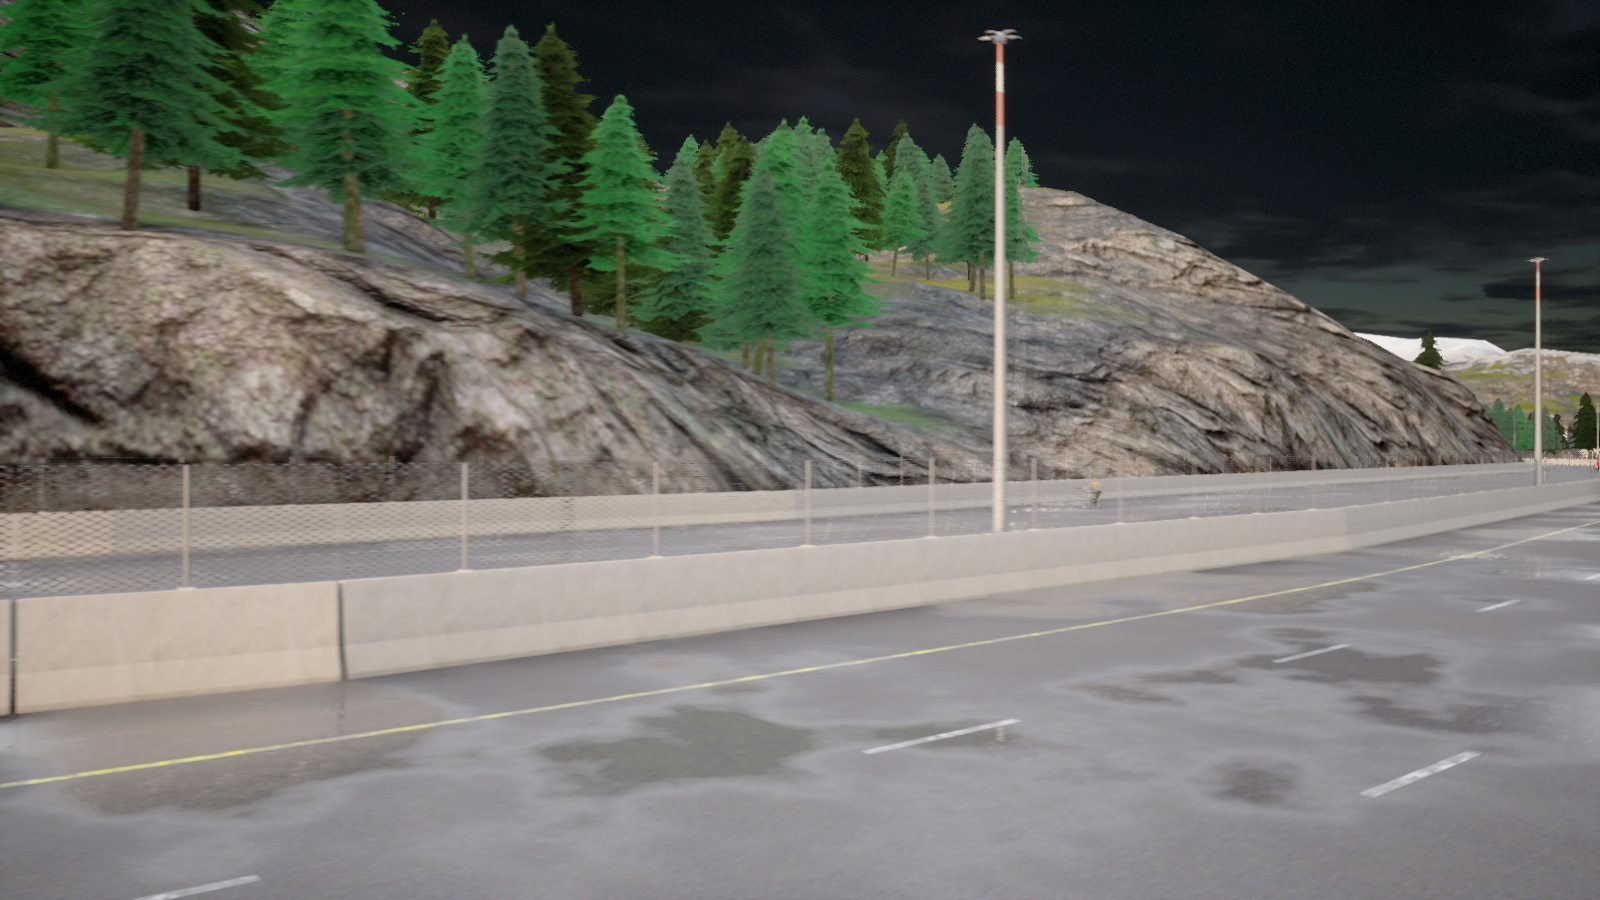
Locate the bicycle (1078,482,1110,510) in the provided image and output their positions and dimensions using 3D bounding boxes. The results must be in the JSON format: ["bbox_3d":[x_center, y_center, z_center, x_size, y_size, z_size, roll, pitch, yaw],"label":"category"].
[{"bbox_3d":[14.009,2.194,54.485,0.859,1.295,1.487,0,0,43],"label":"bicycle"}]
